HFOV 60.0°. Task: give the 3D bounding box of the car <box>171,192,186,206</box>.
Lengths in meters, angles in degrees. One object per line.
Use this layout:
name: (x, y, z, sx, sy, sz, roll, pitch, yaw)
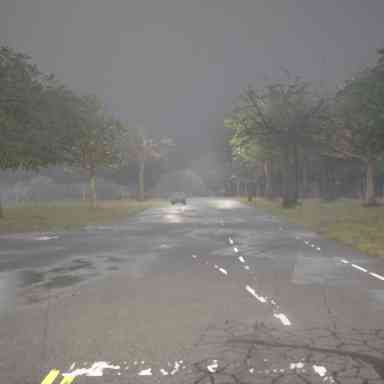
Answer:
car: (-2.096, 1.037, 52.754, 2.150, 2.045, 5.566, -1, 1, 2)
